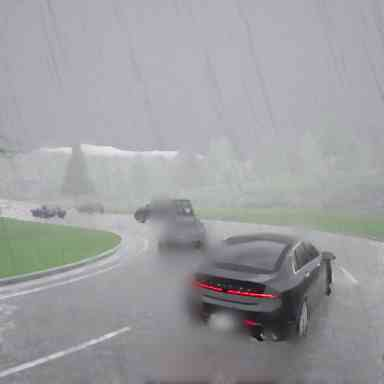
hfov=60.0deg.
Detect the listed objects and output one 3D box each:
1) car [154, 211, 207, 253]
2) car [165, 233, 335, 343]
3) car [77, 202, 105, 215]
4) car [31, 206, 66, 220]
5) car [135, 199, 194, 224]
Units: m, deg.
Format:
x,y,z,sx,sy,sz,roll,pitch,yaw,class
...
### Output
x,y,z,sx,sy,sz,roll,pitch,yaw,class
-0.335,1.752,14.550,1.994,1.385,4.181,0,-1,0,car
1.629,1.597,6.779,1.837,1.490,4.892,1,0,30,car
-12.805,2.018,41.866,2.128,1.511,4.902,1,-1,-42,car
-14.439,2.015,33.293,1.895,1.301,4.718,1,-1,-44,car
-2.236,1.561,26.563,5.566,2.045,2.150,-1,-1,45,car
